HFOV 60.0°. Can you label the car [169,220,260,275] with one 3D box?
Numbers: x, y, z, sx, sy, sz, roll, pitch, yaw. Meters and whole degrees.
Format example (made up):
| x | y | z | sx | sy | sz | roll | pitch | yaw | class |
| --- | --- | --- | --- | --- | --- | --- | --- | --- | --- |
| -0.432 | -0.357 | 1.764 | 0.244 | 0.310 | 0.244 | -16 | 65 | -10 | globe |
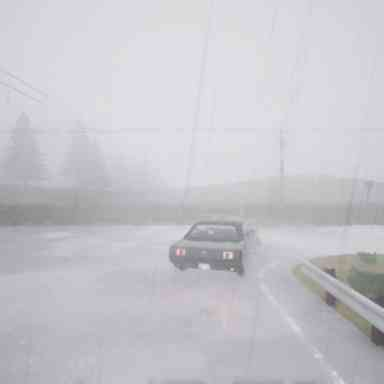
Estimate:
| x | y | z | sx | sy | sz | roll | pitch | yaw | class |
| --- | --- | --- | --- | --- | --- | --- | --- | --- | --- |
| 0.956 | 1.523 | 10.298 | 1.895 | 1.301 | 4.718 | 0 | 1 | 17 | car |
